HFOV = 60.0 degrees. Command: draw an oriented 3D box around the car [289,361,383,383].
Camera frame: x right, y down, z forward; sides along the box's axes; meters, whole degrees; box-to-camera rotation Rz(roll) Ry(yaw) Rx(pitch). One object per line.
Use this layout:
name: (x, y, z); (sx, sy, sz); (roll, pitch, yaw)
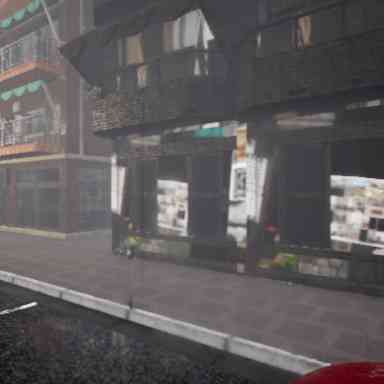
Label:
car: (2.416, 1.544, 1.151); (4.507, 1.381, 1.887); (0, 0, 36)
